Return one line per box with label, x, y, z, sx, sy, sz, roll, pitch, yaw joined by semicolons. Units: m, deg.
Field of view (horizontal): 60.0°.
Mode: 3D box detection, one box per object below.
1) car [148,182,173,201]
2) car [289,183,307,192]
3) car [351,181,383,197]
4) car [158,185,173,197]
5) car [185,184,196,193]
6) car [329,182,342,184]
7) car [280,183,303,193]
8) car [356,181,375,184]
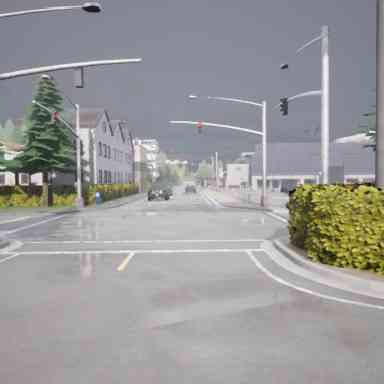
car;-3.761;-0.122;38.286;2.150;2.045;5.566;-1;2;0
car;18.829;-0.883;59.171;1.970;1.475;3.806;-1;2;-1
car;22.216;-0.466;42.137;1.932;1.855;4.605;-1;2;-1
car;-3.785;-0.190;48.447;1.837;1.490;4.892;-1;2;0
car;-0.233;-0.596;58.710;2.128;1.511;4.902;-1;2;0
car;25.243;-1.043;59.531;2.152;1.636;5.027;-1;2;-1
car;15.213;-0.535;52.107;2.007;1.523;4.514;-1;2;-1
car;18.980;-0.180;34.253;1.905;1.878;3.866;-1;2;-1
